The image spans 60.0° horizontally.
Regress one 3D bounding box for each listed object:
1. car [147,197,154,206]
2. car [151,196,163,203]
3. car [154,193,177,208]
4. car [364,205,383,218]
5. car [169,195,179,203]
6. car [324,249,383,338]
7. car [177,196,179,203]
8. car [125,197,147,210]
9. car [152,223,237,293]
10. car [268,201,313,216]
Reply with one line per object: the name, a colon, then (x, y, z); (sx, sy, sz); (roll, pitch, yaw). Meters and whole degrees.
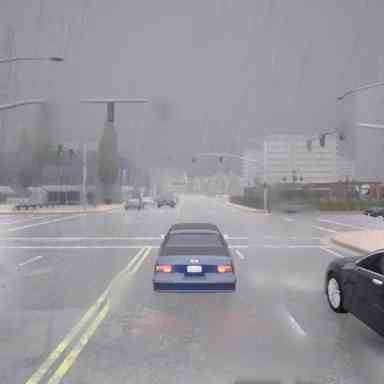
car: (-7.246, 1.526, 53.863); (1.812, 1.442, 4.674); (0, 0, 0)
car: (-7.200, 1.504, 68.946); (1.837, 1.490, 4.892); (0, 0, 0)
car: (-3.726, 1.221, 48.351); (2.150, 2.045, 5.566); (0, 0, 0)
car: (17.733, 1.547, 28.438); (5.357, 1.411, 2.033); (0, 0, -2)
car: (-3.701, 1.500, 69.274); (1.837, 1.490, 4.892); (0, 0, 0)
car: (3.548, 1.505, 4.746); (1.837, 1.490, 4.892); (0, 0, 0)
car: (-3.749, 1.526, 58.360); (1.812, 1.442, 4.674); (0, 0, 0)
car: (-7.221, 1.526, 42.056); (1.812, 1.442, 4.674); (0, 0, 0)
car: (0.056, 1.547, 8.993); (2.033, 1.411, 5.357); (0, 0, 0)
car: (9.555, 1.564, 32.383); (4.181, 1.385, 1.994); (0, 0, 10)
